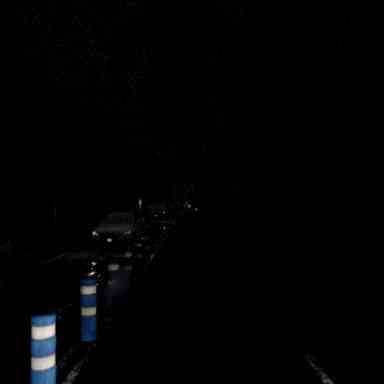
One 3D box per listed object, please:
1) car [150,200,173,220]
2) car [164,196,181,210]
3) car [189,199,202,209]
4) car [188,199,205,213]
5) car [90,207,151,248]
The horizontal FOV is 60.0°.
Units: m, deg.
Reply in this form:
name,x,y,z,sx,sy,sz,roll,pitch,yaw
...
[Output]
name,x,y,z,sx,sy,sz,roll,pitch,yaw
car,-3.068,1.759,30.709,1.812,1.442,4.674,0,0,1
car,-2.723,1.545,47.900,2.150,2.045,5.566,0,0,1
car,0.610,1.877,53.778,1.994,1.385,4.181,0,1,1
car,0.546,1.810,42.127,1.837,1.490,4.892,0,0,1
car,-3.262,1.657,15.534,1.812,1.442,4.674,0,-1,1
